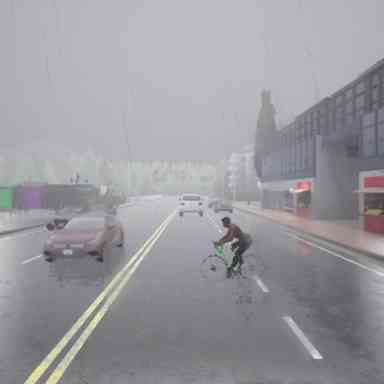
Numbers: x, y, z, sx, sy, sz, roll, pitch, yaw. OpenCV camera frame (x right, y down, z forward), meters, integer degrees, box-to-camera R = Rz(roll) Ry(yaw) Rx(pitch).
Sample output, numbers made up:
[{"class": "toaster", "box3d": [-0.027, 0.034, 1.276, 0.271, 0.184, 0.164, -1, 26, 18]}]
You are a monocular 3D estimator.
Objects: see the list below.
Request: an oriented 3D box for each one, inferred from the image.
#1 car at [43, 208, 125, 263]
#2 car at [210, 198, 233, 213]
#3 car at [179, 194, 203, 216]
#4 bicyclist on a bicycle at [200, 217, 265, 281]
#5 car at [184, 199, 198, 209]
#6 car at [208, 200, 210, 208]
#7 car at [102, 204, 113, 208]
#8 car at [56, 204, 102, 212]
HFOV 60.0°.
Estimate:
[{"class": "car", "box3d": [-3.677, 1.526, 12.155, 1.812, 1.442, 4.674, 0, 0, 0]}, {"class": "car", "box3d": [3.380, 1.547, 36.629, 2.033, 1.411, 5.357, 0, 0, 0]}, {"class": "car", "box3d": [-0.076, 1.224, 32.514, 2.150, 2.045, 5.566, 0, 0, 0]}, {"class": "bicyclist on a bicycle", "box3d": [1.025, 1.452, 8.386, 1.656, 1.620, 0.582, 0, 0, -1]}, {"class": "car", "box3d": [-0.133, 1.601, 45.625, 1.895, 1.301, 4.718, 0, 0, 0]}, {"class": "car", "box3d": [3.299, 1.526, 46.806, 1.812, 1.442, 4.674, 0, 0, 0]}, {"class": "car", "box3d": [-7.149, 1.601, 25.947, 1.994, 1.385, 4.181, 0, 0, 0]}, {"class": "car", "box3d": [-7.218, 1.564, 20.332, 1.994, 1.385, 4.181, 0, 0, 0]}]
